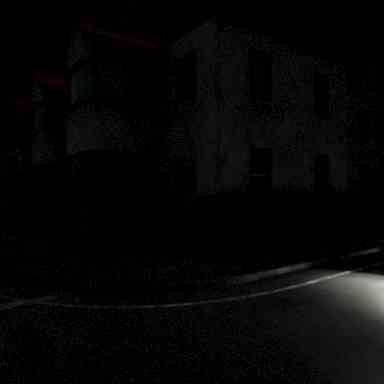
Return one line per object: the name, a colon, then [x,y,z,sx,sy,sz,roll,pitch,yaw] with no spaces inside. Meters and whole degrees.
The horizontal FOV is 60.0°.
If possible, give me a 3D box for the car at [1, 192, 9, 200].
car: [-43.899,0.998,81.607,3.866,1.878,1.905,-1,0,-36]
